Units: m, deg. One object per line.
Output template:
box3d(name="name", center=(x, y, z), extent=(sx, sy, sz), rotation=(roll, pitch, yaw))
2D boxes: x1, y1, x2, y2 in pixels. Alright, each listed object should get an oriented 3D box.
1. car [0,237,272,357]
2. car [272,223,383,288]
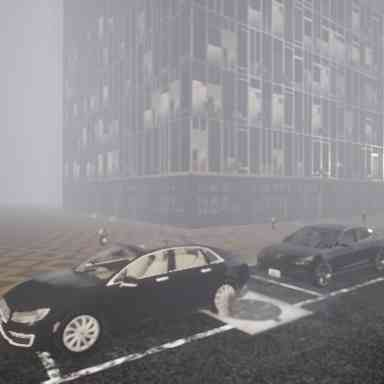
box3d(name="car", center=(-0.881, 1.551, 5.931), extent=(4.403, 1.369, 2.008), rotation=(0, 0, -36))
box3d(name="car", center=(3.752, 1.567, 9.245), extent=(4.313, 1.339, 1.947), rotation=(0, 0, -36))
